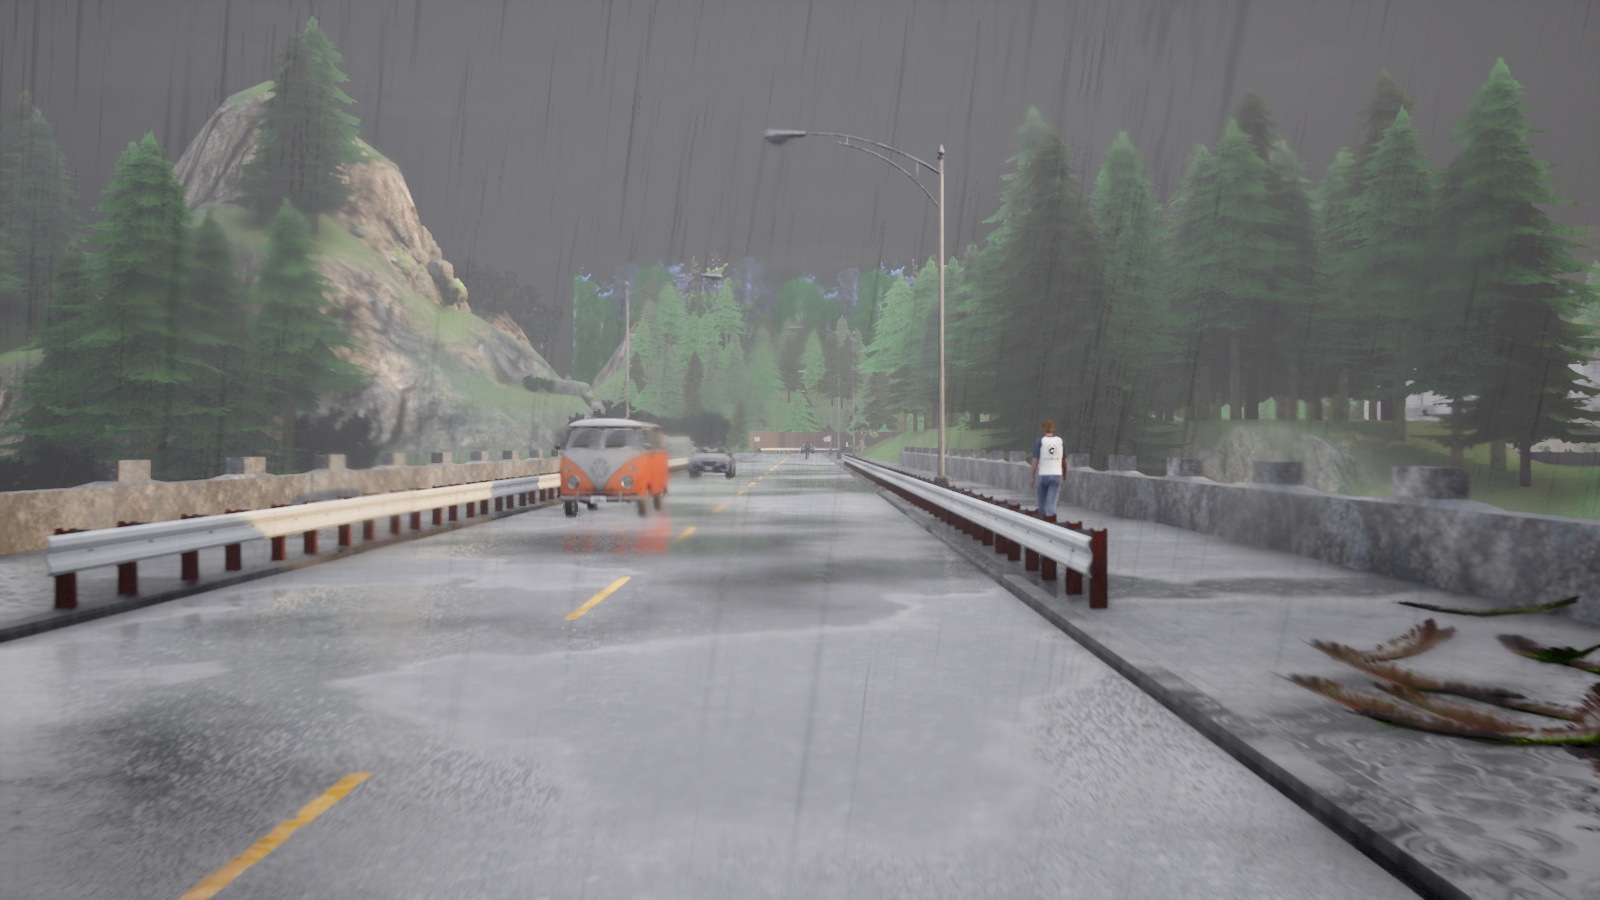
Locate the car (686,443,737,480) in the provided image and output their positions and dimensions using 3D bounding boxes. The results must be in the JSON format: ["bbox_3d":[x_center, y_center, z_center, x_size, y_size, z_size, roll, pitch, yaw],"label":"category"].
[{"bbox_3d":[-3.672,0.461,52.603,1.816,1.474,4.193,0,0,0],"label":"car"}]

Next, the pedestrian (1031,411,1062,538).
[{"bbox_3d":[3.654,0.354,18.637,0.354,1.836,0.706,0,0,3],"label":"pedestrian"}]

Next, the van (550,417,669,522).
[{"bbox_3d":[-3.830,0.350,25.939,1.775,1.987,4.442,0,0,0],"label":"van"}]
